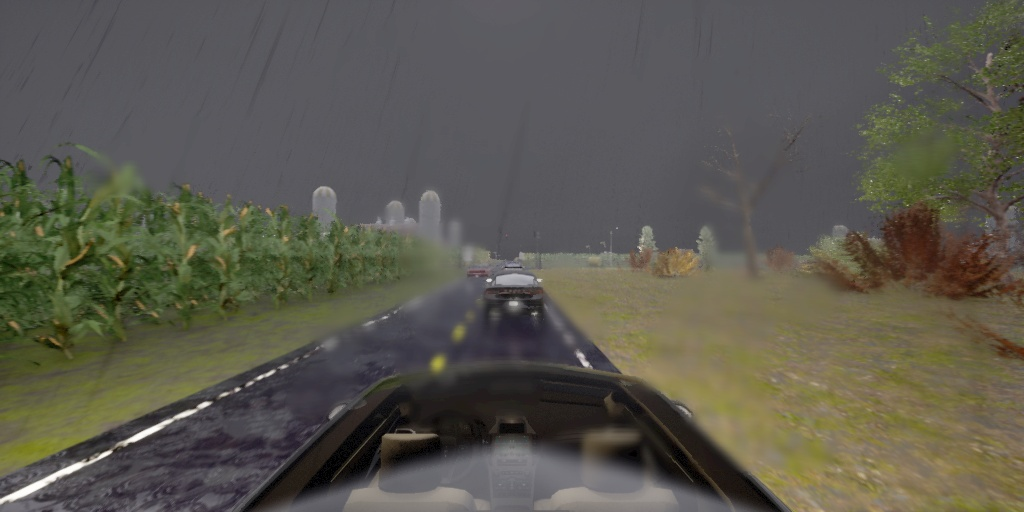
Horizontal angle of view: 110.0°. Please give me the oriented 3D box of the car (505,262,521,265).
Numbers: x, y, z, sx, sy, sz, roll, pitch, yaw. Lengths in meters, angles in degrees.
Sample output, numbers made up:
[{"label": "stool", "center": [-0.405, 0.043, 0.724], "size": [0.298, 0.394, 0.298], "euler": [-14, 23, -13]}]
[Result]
[{"label": "car", "center": [0.095, 1.267, 30.670], "size": [2.128, 1.511, 4.902], "euler": [0, 0, 0]}]

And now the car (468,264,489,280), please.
[{"label": "car", "center": [-2.838, 1.379, 32.232], "size": [1.895, 1.301, 4.718], "euler": [0, 0, 0]}]

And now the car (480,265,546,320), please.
[{"label": "car", "center": [0.099, 1.234, 12.684], "size": [1.882, 1.535, 5.008], "euler": [0, 0, 0]}]
